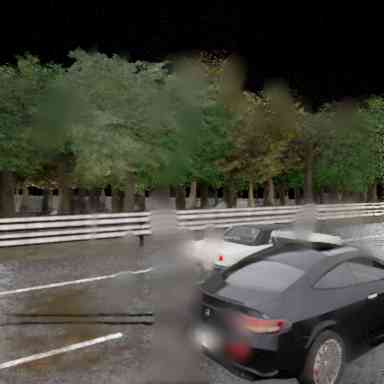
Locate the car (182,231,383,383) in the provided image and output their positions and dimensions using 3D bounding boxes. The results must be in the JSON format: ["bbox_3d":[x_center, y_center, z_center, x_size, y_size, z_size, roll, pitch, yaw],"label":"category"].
[{"bbox_3d":[2.037,1.501,5.112,4.674,1.442,1.812,0,0,-35],"label":"car"}]

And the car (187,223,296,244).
[{"bbox_3d":[2.246,1.560,9.515,4.718,1.301,1.895,0,0,-34],"label":"car"}]
